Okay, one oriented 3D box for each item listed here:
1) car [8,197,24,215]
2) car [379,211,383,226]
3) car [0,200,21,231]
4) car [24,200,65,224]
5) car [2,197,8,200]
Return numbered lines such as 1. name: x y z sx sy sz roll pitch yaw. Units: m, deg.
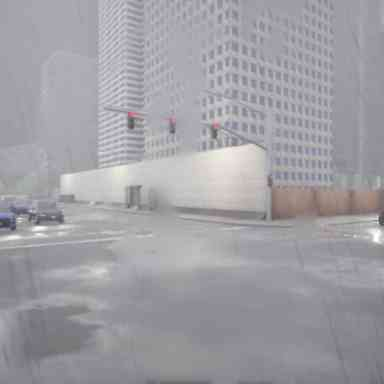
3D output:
1. car: -16.245 1.487 32.295 1.882 1.535 5.008 0 0 -35
2. car: 14.980 1.553 23.264 5.008 1.535 1.882 0 0 -35
3. car: -11.951 1.473 20.188 1.882 1.535 5.008 0 0 -35
4. car: -10.885 1.507 24.735 1.837 1.490 4.892 0 0 -35
5. car: -22.085 1.370 40.550 2.097 1.767 4.553 0 0 -35
